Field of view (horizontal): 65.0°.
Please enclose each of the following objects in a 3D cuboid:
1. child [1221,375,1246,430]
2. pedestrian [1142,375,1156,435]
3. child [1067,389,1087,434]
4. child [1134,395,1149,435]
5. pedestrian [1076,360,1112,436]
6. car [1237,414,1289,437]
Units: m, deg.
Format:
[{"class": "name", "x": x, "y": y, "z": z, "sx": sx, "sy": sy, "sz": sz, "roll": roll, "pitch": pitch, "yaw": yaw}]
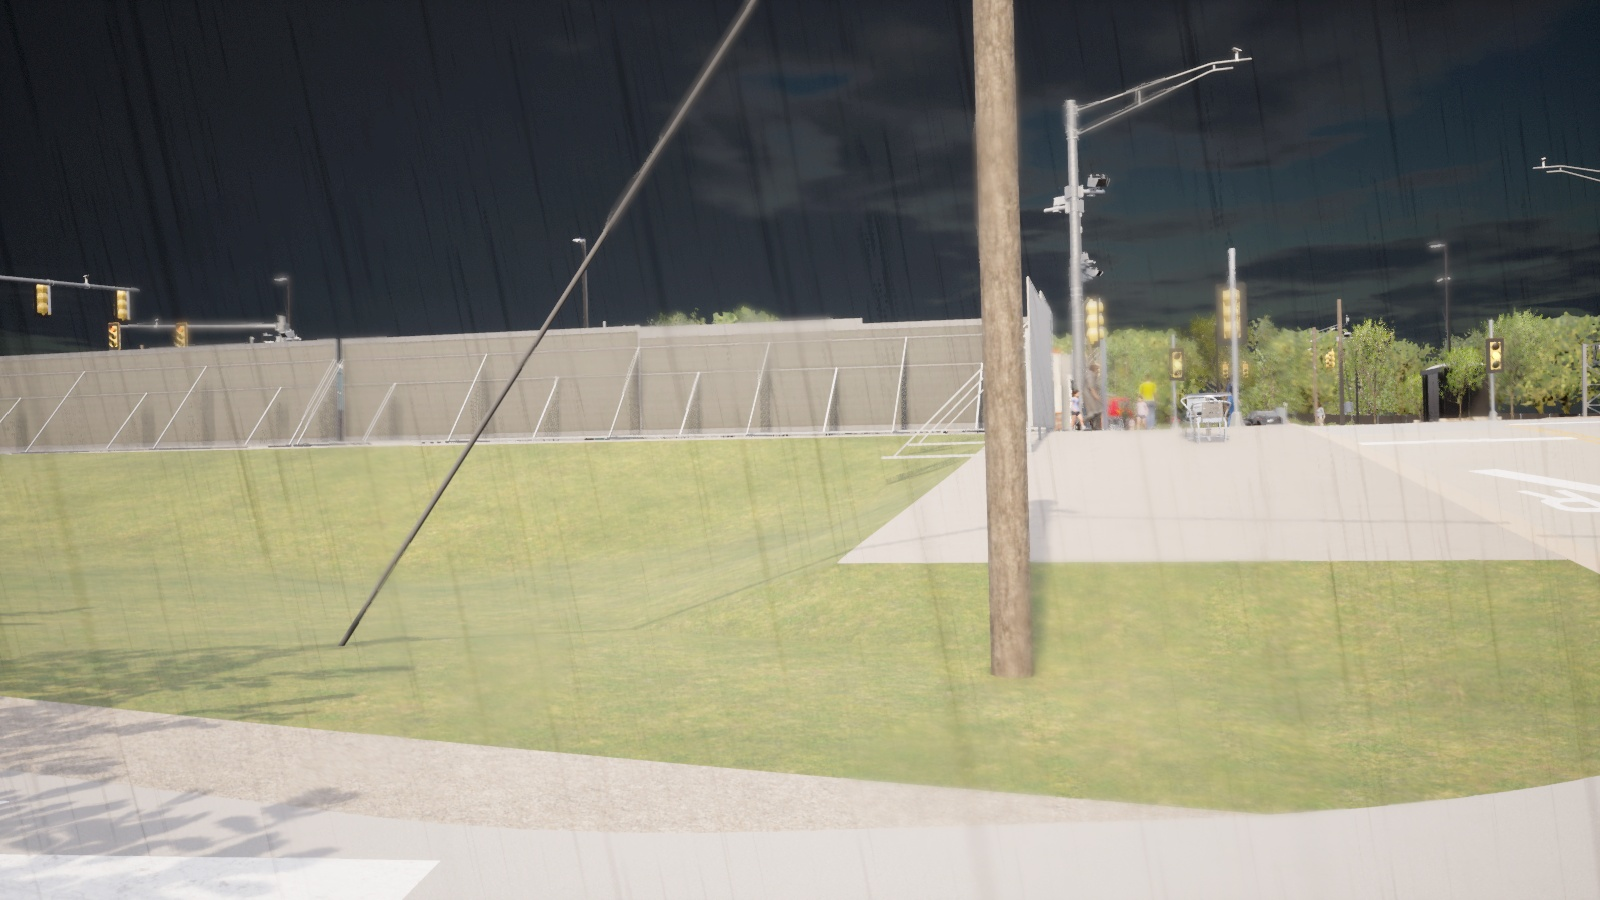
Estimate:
[{"class": "child", "x": 10.042, "y": -1.090, "z": 29.094, "sx": 0.437, "sy": 1.263, "sz": 0.270, "roll": -1, "pitch": 0, "yaw": -5}, {"class": "pedestrian", "x": 10.803, "y": -1.381, "z": 38.854, "sx": 0.354, "sy": 1.836, "sz": 0.706, "roll": -1, "pitch": 0, "yaw": 18}, {"class": "child", "x": 7.014, "y": -0.971, "z": 31.772, "sx": 0.255, "sy": 1.110, "sz": 0.394, "roll": -1, "pitch": 0, "yaw": -40}, {"class": "child", "x": 9.584, "y": -0.969, "z": 35.212, "sx": 0.255, "sy": 1.110, "sz": 0.394, "roll": -1, "pitch": 0, "yaw": 37}, {"class": "pedestrian", "x": 7.735, "y": -1.360, "z": 33.102, "sx": 0.873, "sy": 1.952, "sz": 0.659, "roll": -1, "pitch": 0, "yaw": 13}, {"class": "car", "x": 31.366, "y": -1.672, "z": 85.204, "sx": 2.163, "sy": 1.488, "sz": 4.792, "roll": -1, "pitch": 1, "yaw": 7}]
